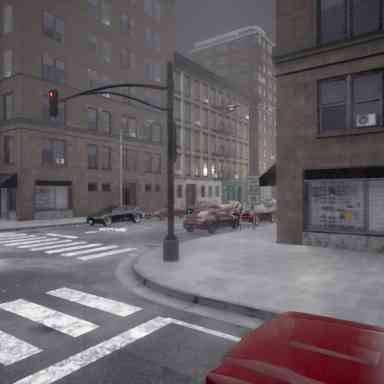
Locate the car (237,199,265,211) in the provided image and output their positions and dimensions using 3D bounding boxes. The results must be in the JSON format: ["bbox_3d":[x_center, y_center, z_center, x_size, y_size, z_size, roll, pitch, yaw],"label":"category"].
[{"bbox_3d":[7.460,1.601,41.515,1.802,1.307,4.206,0,0,36],"label":"car"}]

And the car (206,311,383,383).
[{"bbox_3d":[2.351,1.601,2.013,4.718,1.301,1.895,0,0,36],"label":"car"}]

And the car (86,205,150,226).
[{"bbox_3d":[-5.379,1.591,23.560,1.947,1.339,4.313,0,0,36],"label":"car"}]

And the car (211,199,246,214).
[{"bbox_3d":[4.151,1.545,36.888,1.752,1.417,4.829,0,0,36],"label":"car"}]

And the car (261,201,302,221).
[{"bbox_3d":[7.668,1.496,28.010,1.752,1.417,4.829,0,0,36],"label":"car"}]

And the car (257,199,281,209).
[{"bbox_3d":[10.669,1.602,46.004,1.802,1.307,4.206,0,0,36],"label":"car"}]

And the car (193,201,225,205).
[{"bbox_3d":[1.040,1.566,32.538,1.887,1.381,4.507,0,0,36],"label":"car"}]

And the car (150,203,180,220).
[{"bbox_3d":[-2.169,1.605,28.049,1.802,1.307,4.206,0,0,36],"label":"car"}]

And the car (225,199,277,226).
[{"bbox_3d":[4.359,1.412,23.383,1.967,1.590,4.097,0,0,36],"label":"car"}]

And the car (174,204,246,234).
[{"bbox_3d":[1.149,1.556,18.893,1.802,1.307,4.206,0,0,36],"label":"car"}]
